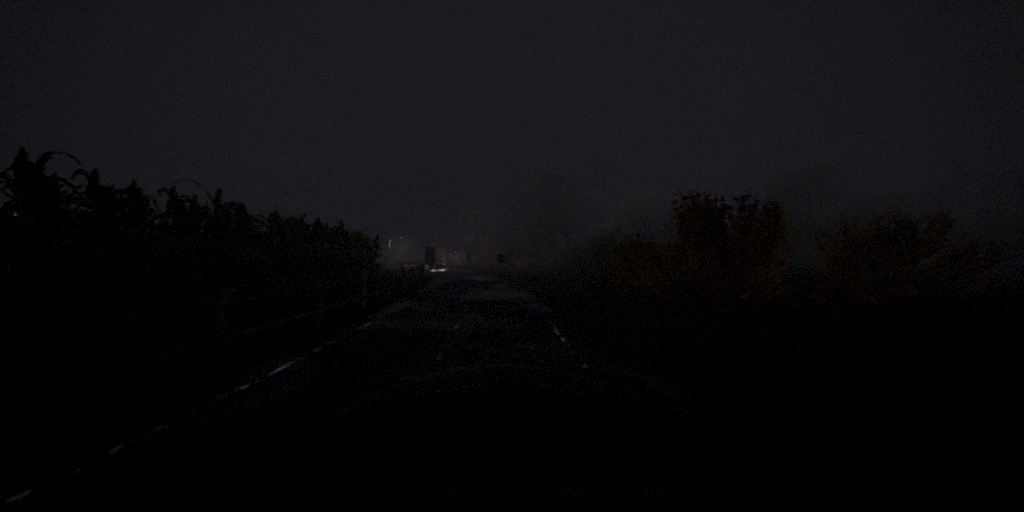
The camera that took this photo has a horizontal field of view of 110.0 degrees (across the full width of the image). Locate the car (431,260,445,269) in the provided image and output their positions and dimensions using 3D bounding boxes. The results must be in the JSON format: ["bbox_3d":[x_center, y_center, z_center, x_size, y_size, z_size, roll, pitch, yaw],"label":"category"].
[{"bbox_3d":[-13.031,1.398,62.832,2.097,1.767,4.553,0,-1,-19],"label":"car"}]
